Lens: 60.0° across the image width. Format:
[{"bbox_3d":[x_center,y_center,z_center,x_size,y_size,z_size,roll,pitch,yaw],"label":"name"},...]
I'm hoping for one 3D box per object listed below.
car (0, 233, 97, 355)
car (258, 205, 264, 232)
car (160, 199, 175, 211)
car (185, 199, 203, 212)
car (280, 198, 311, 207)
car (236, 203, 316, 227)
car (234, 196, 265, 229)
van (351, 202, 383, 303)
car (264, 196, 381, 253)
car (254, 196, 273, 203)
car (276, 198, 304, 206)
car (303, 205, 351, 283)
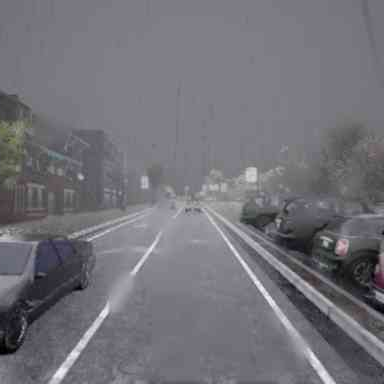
[{"bbox_3d":[-3.351,1.552,6.344,2.033,1.411,5.357,0,0,0],"label":"car"},{"bbox_3d":[5.597,1.481,14.174,4.892,1.521,2.231,0,0,0],"label":"car"},{"bbox_3d":[-3.346,1.776,46.224,2.128,1.511,4.902,0,-1,0],"label":"car"},{"bbox_3d":[0.092,1.838,41.650,1.895,1.301,4.718,0,-1,0],"label":"car"},{"bbox_3d":[18.689,1.882,60.242,4.892,1.521,2.231,0,-1,0],"label":"car"},{"bbox_3d":[5.587,1.520,22.579,4.892,1.521,2.231,0,0,0],"label":"car"},{"bbox_3d":[5.621,1.251,19.779,5.566,2.045,2.435,0,0,0],"label":"car"},{"bbox_3d":[5.479,1.243,5.764,4.442,1.987,1.878,0,0,0],"label":"van"},{"bbox_3d":[5.620,1.223,11.369,5.566,2.045,2.435,0,0,0],"label":"car"},{"bbox_3d":[18.740,2.032,87.854,4.553,1.767,2.185,0,-1,0],"label":"car"},{"bbox_3d":[18.693,1.954,63.517,4.674,1.452,2.002,0,-1,0],"label":"car"},{"bbox_3d":[5.562,1.345,8.568,4.553,1.767,2.185,0,0,0],"label":"car"}]
